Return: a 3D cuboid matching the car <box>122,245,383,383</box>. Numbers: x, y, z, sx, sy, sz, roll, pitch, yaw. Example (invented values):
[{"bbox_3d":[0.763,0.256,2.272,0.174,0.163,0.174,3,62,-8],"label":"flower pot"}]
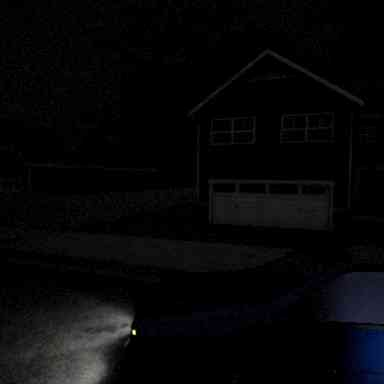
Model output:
[{"bbox_3d":[1.981,1.417,3.981,5.357,1.411,2.033,1,2,8],"label":"car"}]
